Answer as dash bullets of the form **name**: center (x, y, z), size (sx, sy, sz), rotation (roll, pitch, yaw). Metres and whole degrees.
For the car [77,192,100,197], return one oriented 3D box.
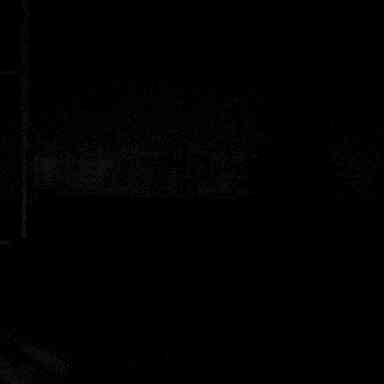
- **car**: center (-18.556, 1.048, 61.833), size (1.932, 1.855, 4.605), rotation (0, 0, 36)

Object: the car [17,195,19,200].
- **car**: center (-36.856, 1.131, 74.278), size (1.970, 1.475, 3.806), rotation (0, 0, 36)

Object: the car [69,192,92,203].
- **car**: center (-21.146, 1.020, 63.213), size (1.905, 1.878, 3.866), rotation (0, 0, 36)

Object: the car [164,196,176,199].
- **car**: center (-3.628, 1.366, 50.767), size (1.845, 1.501, 3.633), rotation (0, 0, 36)

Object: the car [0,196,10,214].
- **car**: center (-18.968, 1.288, 29.732), size (2.007, 1.523, 4.514), rotation (0, 0, 36)

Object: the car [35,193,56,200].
- **car**: center (-31.481, 1.068, 70.756), size (2.152, 1.636, 5.027), rotation (0, 0, 36)

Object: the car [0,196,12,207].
- **car**: center (-26.577, 1.247, 44.722), size (1.845, 1.501, 3.633), rotation (0, 0, 36)
